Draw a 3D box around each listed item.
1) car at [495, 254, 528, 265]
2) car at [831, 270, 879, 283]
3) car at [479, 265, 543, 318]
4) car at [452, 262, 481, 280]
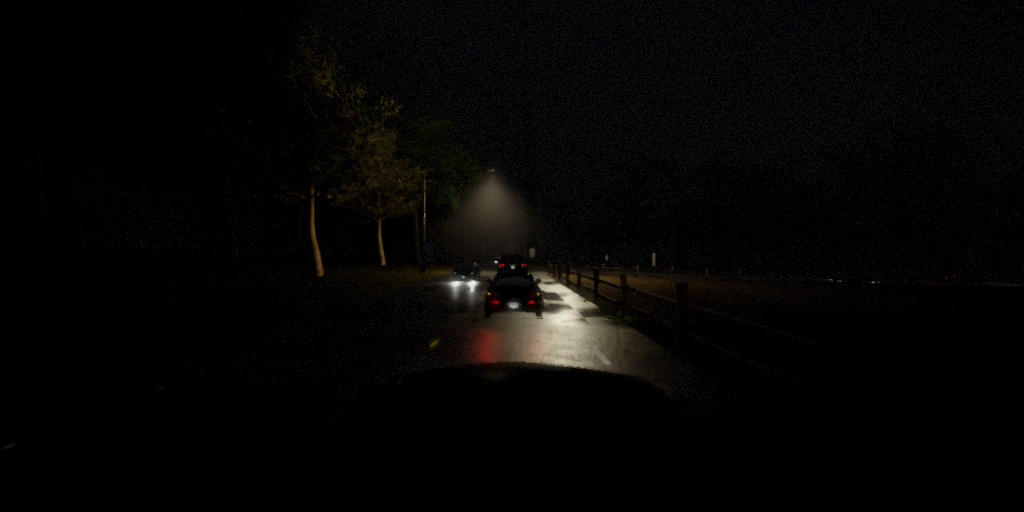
[{"bbox_3d":[0.079,0.834,27.723,2.150,2.045,5.566,0,1,0],"label":"car"},{"bbox_3d":[43.824,2.654,46.220,4.181,1.385,1.994,1,3,0],"label":"car"},{"bbox_3d":[0.067,1.218,12.519,1.812,1.442,4.674,0,0,0],"label":"car"},{"bbox_3d":[-3.531,1.151,28.975,2.033,1.411,5.357,0,0,1],"label":"car"}]
